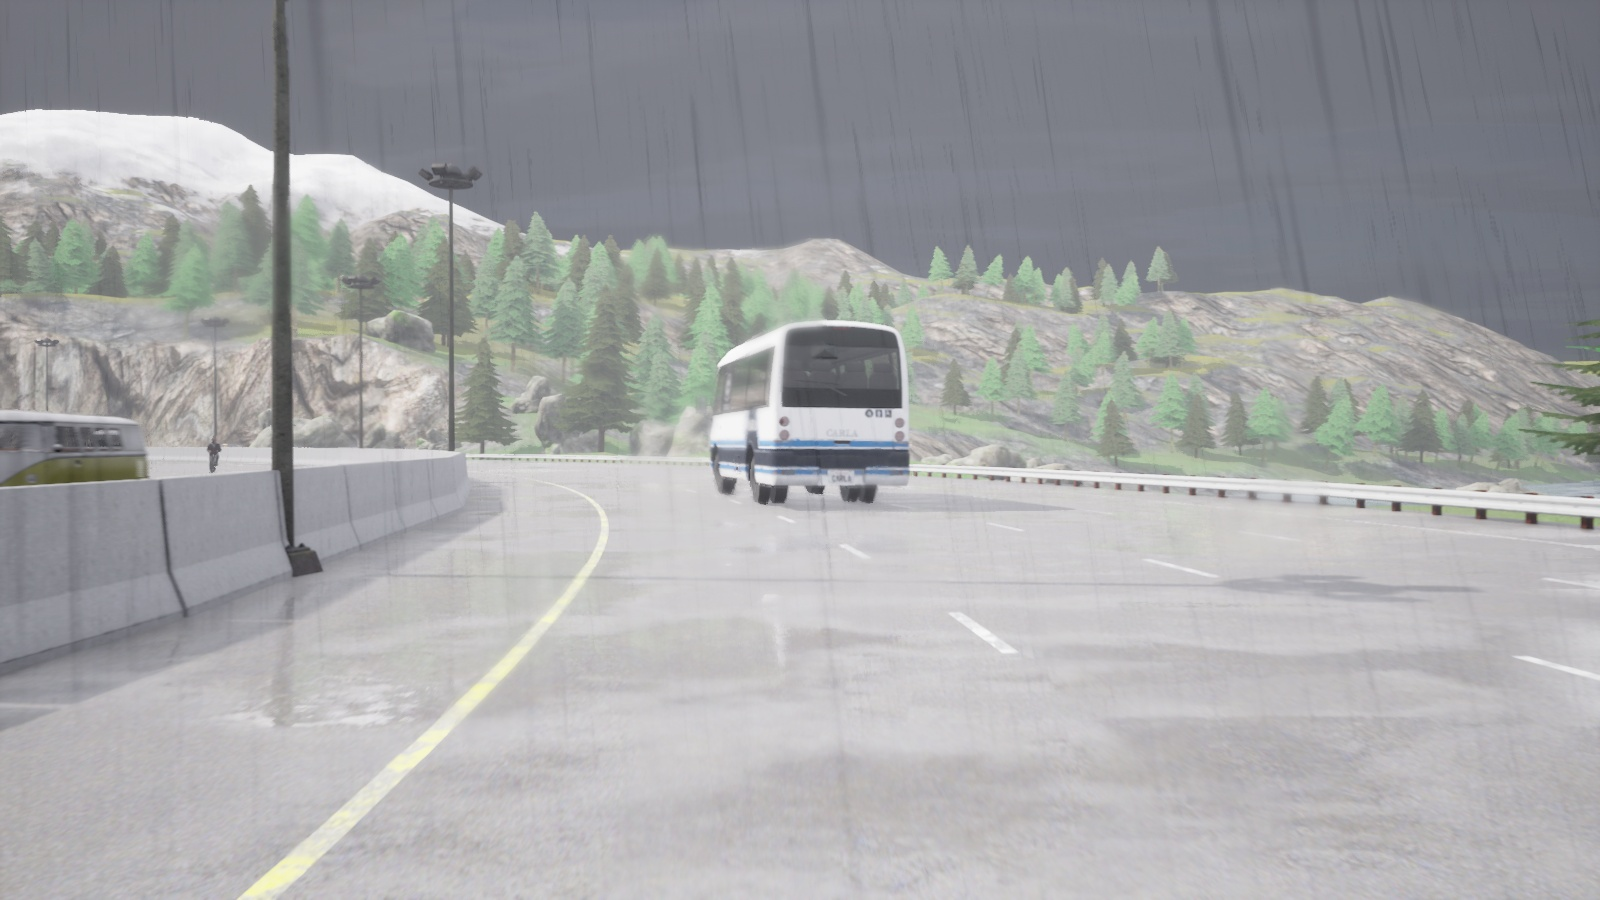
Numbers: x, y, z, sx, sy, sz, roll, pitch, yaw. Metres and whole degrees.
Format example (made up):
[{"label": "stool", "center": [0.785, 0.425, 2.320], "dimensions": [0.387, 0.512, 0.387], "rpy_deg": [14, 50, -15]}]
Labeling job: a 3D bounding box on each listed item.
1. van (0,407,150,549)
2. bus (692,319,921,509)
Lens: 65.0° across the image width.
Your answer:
[{"label": "van", "center": [-11.941, 0.380, 19.660], "dimensions": [1.775, 1.987, 4.442], "rpy_deg": [0, 0, -8]}, {"label": "bus", "center": [-0.248, -0.820, 33.583], "dimensions": [3.944, 4.253, 10.273], "rpy_deg": [1, 0, -12]}]
